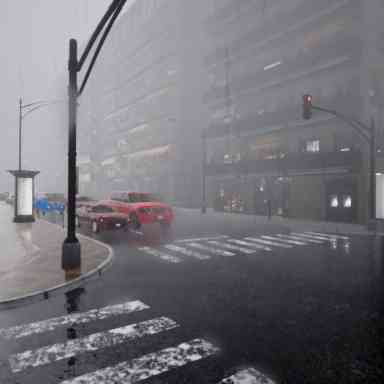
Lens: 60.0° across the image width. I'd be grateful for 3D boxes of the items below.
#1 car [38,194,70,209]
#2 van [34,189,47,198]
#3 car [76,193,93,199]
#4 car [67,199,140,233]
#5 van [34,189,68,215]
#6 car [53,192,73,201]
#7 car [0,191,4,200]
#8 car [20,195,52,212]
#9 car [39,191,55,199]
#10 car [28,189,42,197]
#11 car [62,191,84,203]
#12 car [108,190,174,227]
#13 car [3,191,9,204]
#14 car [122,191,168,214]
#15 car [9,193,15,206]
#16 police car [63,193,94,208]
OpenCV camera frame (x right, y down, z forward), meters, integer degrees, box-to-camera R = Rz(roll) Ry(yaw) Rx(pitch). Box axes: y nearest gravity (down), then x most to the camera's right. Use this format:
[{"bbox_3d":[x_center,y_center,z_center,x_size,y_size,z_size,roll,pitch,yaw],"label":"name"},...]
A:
[{"bbox_3d":[-15.068,0.958,36.061,2.033,1.411,5.357,1,0,-36],"label":"car"},{"bbox_3d":[-31.062,0.259,68.132,1.690,1.788,3.998,2,0,-36],"label":"van"},{"bbox_3d":[-9.158,1.045,27.863,1.882,1.535,5.008,1,1,-36],"label":"car"},{"bbox_3d":[-4.755,1.260,17.353,1.887,1.381,4.507,2,0,-36],"label":"car"},{"bbox_3d":[-11.369,0.881,26.526,1.690,1.788,3.998,2,0,-36],"label":"van"},{"bbox_3d":[-21.137,0.747,54.370,1.947,1.339,4.313,2,0,-36],"label":"car"},{"bbox_3d":[-27.924,0.541,49.460,1.967,1.590,4.097,2,0,-36],"label":"car"},{"bbox_3d":[-14.686,0.996,31.113,1.887,1.381,4.507,2,0,-36],"label":"car"},{"bbox_3d":[-27.856,0.529,63.683,1.752,1.417,4.829,2,0,-36],"label":"car"},{"bbox_3d":[-34.375,0.271,72.718,1.967,1.590,4.097,2,0,-36],"label":"car"},{"bbox_3d":[-17.823,0.710,49.784,1.967,1.590,4.097,2,0,-36],"label":"car"},{"bbox_3d":[-3.279,0.945,19.720,2.150,2.045,5.566,1,1,-36],"label":"car"},{"bbox_3d":[-21.207,0.804,40.149,1.752,1.417,4.829,2,0,-36],"label":"car"},{"bbox_3d":[-4.578,0.936,31.436,2.192,1.841,5.009,2,0,-36],"label":"car"},{"bbox_3d":[-17.996,0.908,35.700,1.887,1.381,4.507,2,0,-36],"label":"car"},{"bbox_3d":[-13.330,0.930,38.938,2.038,1.542,4.974,1,0,-36],"label":"police car"}]
